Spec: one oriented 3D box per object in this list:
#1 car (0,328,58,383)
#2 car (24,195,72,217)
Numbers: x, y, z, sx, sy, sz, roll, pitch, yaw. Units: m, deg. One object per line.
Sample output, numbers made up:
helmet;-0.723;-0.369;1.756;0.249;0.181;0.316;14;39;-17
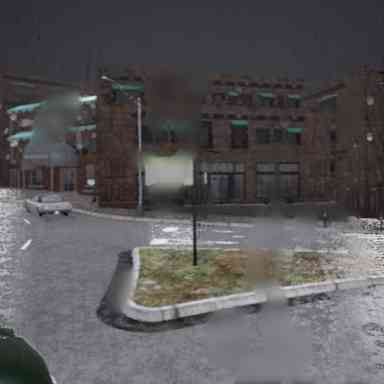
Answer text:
car;-2.954;1.590;1.319;4.718;1.301;1.895;-2;2;-39
car;-9.724;0.837;22.203;1.895;1.301;4.718;-2;4;-39
